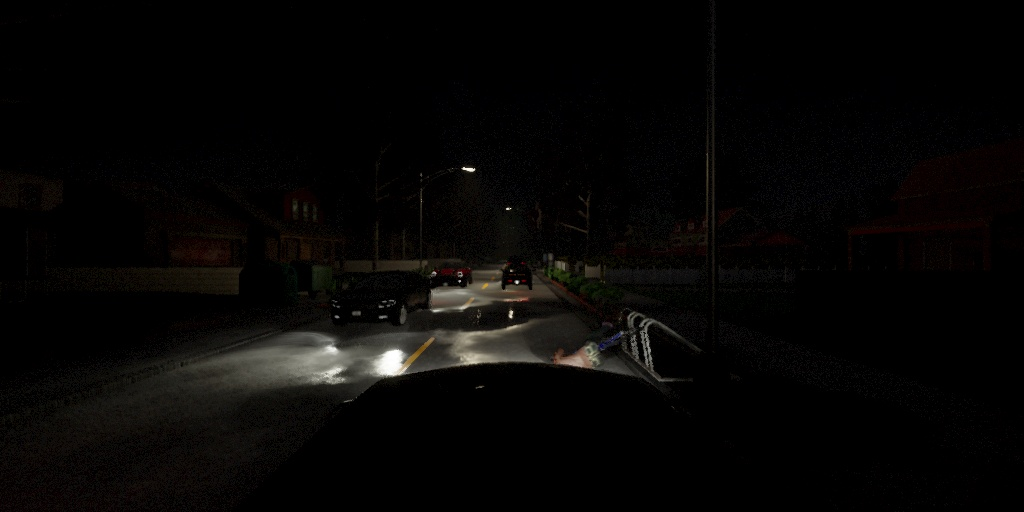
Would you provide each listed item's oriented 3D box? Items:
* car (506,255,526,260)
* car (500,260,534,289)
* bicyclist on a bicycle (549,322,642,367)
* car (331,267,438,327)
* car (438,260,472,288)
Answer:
[{"bbox_3d":[0.511,0.950,42.669,2.150,2.045,5.566,0,0,1],"label":"car"},{"bbox_3d":[0.315,1.243,23.084,1.837,1.490,4.892,0,0,1],"label":"car"},{"bbox_3d":[1.120,1.570,5.620,1.620,0.582,1.656,-15,-17,-42],"label":"bicyclist on a bicycle"},{"bbox_3d":[-3.994,1.222,11.763,1.882,1.535,5.008,0,0,1],"label":"car"},{"bbox_3d":[-3.862,1.091,23.277,2.097,1.767,4.553,0,0,1],"label":"car"}]
